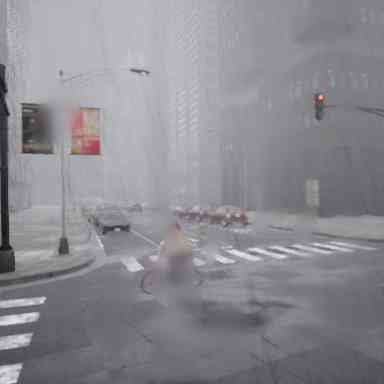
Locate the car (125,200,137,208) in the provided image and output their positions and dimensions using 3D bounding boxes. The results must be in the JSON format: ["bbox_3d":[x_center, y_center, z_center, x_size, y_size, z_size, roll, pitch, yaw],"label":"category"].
[{"bbox_3d":[-13.225,2.668,71.895,1.967,1.590,4.097,-1,-1,-19],"label":"car"}]

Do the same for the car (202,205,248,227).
[{"bbox_3d":[2.660,1.778,25.735,1.967,1.590,4.097,-1,-1,-19],"label":"car"}]

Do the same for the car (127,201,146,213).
[{"bbox_3d":[-8.715,2.374,50.418,1.837,1.490,4.892,-1,-1,-18],"label":"car"}]

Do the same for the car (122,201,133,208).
[{"bbox_3d":[-14.988,2.875,77.023,1.887,1.381,4.507,-1,-1,-19],"label":"car"}]

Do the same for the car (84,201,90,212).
[{"bbox_3d":[-15.989,2.647,53.740,1.802,1.307,4.206,-1,-1,-19],"label":"car"}]

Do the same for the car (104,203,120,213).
[{"bbox_3d":[-12.658,2.543,52.558,1.994,1.385,4.181,-1,-1,-19],"label":"car"}]

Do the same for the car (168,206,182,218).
[{"bbox_3d":[-0.866,2.114,35.991,1.802,1.307,4.206,-1,-1,-19],"label":"car"}]

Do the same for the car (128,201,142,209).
[{"bbox_3d":[-11.460,2.567,66.766,1.967,1.590,4.097,-1,-1,-19],"label":"car"}]

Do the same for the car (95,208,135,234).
[{"bbox_3d":[-5.397,2.042,22.960,1.947,1.339,4.313,-1,-1,-19],"label":"car"}]

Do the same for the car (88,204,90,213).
[{"bbox_3d":[-10.639,2.291,38.190,1.752,1.417,4.829,-1,-1,-19],"label":"car"}]

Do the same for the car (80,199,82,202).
[{"bbox_3d":[-28.348,3.215,89.650,1.967,1.590,4.097,-1,-1,-19],"label":"car"}]

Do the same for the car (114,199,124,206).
[{"bbox_3d":[-20.287,2.951,92.413,2.192,1.841,5.009,-1,-1,-19],"label":"car"}]

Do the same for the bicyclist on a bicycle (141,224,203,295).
[{"bbox_3d":[-0.452,1.545,7.749,1.509,1.612,0.866,0,-1,-19],"label":"bicyclist on a bicycle"}]

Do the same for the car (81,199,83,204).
[{"bbox_3d":[-21.291,2.682,69.132,2.192,1.841,5.009,-1,-1,-19],"label":"car"}]

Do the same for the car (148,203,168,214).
[{"bbox_3d":[-4.397,2.272,46.249,1.887,1.381,4.507,-1,-1,-19],"label":"car"}]

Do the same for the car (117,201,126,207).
[{"bbox_3d":[-18.572,3.063,87.442,1.752,1.417,4.829,-1,-1,-19],"label":"car"}]

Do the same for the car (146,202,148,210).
[{"bbox_3d":[-7.983,2.454,56.668,1.752,1.417,4.829,-1,-1,-19],"label":"car"}]

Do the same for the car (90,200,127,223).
[{"bbox_3d":[-7.169,1.888,28.093,2.192,1.841,5.009,-1,-1,-19],"label":"car"}]

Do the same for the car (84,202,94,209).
[{"bbox_3d":[-23.050,3.014,74.259,1.887,1.381,4.507,-1,-1,-19],"label":"car"}]

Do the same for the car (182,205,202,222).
[{"bbox_3d":[0.895,1.875,30.864,1.967,1.590,4.097,-1,-1,-19],"label":"car"}]

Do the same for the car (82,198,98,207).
[{"bbox_3d":[-17.760,2.480,58.872,2.192,1.841,5.009,-1,-1,-19],"label":"car"}]
